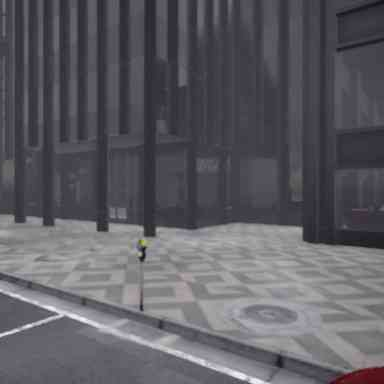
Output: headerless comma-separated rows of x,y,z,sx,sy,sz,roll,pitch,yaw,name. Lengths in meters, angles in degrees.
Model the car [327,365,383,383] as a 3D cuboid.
2.639,1.545,1.079,4.507,1.381,1.887,0,0,35,car
